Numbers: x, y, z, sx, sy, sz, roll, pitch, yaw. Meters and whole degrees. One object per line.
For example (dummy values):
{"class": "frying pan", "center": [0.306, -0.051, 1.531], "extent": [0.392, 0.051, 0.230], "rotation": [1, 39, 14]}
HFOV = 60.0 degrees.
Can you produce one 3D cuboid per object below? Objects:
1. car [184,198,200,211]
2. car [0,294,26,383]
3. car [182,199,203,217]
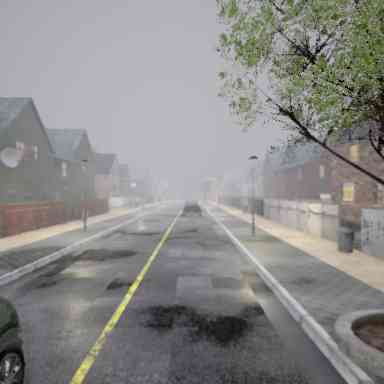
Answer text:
{"class": "car", "center": [0.036, 1.655, 45.312], "extent": [2.128, 1.511, 4.902], "rotation": [0, 0, 1]}
{"class": "car", "center": [-2.834, 1.357, 1.653], "extent": [2.097, 1.767, 4.553], "rotation": [0, 0, 0]}
{"class": "car", "center": [0.011, 1.587, 32.707], "extent": [2.128, 1.511, 4.902], "rotation": [0, 0, 0]}
